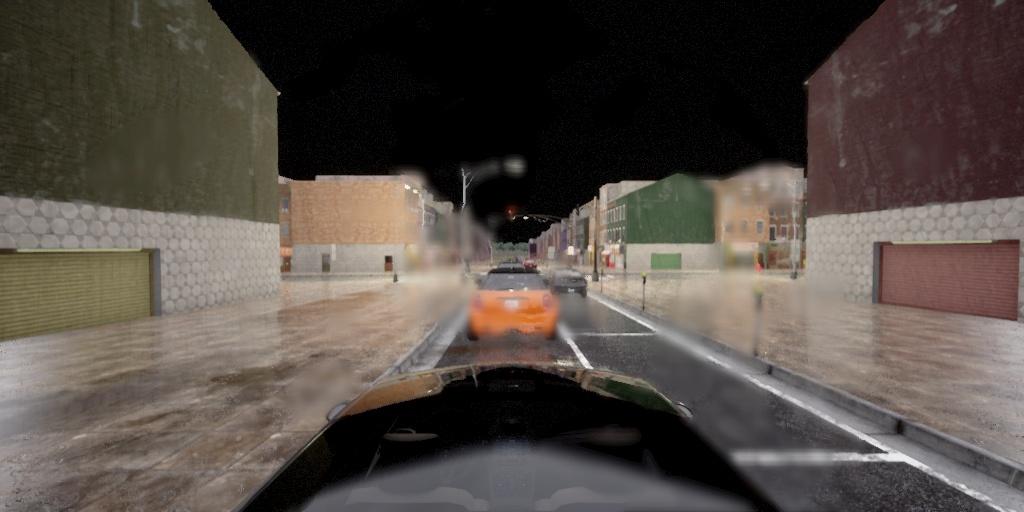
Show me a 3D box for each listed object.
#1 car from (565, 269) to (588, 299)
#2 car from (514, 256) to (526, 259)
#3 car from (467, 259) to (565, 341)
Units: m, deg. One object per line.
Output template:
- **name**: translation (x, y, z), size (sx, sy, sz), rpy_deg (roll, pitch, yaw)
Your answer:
- **car**: translation (2.593, 1.273, 17.571), size (2.007, 1.370, 4.403), rpy_deg (0, 0, 0)
- **car**: translation (-0.051, 1.072, 19.889), size (2.097, 1.767, 4.553), rpy_deg (0, 0, 0)
- **car**: translation (0.042, 1.087, 9.999), size (2.097, 1.767, 4.553), rpy_deg (0, 0, 0)
